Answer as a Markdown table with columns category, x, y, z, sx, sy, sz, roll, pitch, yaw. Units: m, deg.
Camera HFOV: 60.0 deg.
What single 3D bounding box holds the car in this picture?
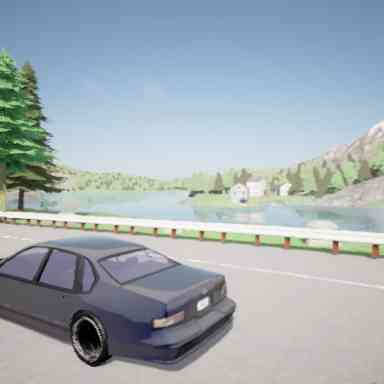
| category | x | y | z | sx | sy | sz | roll | pitch | yaw |
| --- | --- | --- | --- | --- | --- | --- | --- | --- | --- |
| car | -1.967 | 1.493 | 5.660 | 5.357 | 1.411 | 2.033 | 0 | 1 | 33 |
